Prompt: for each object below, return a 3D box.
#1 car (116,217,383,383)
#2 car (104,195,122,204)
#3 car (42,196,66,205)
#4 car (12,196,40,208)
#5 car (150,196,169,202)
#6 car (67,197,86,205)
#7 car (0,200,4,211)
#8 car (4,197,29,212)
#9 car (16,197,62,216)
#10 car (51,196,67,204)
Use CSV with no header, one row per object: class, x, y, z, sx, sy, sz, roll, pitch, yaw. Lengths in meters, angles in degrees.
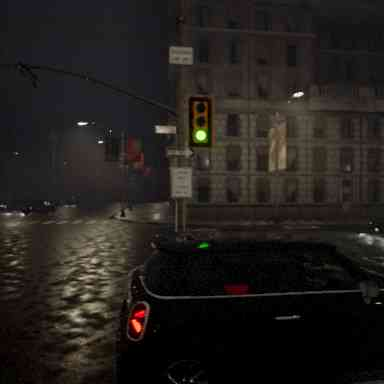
car,1.310,1.356,4.500,4.553,1.767,2.097,0,0,-12
car,-15.480,1.344,65.742,2.097,1.767,4.553,0,0,16
car,-23.912,1.475,57.786,1.837,1.490,4.892,0,0,3
car,-23.656,1.444,47.548,1.882,1.535,5.008,0,0,-6
car,-7.238,1.555,75.816,2.033,1.411,5.357,0,0,35
car,-20.334,1.526,58.531,2.033,1.411,5.357,0,0,3
car,-22.586,1.512,37.627,2.033,1.411,5.357,0,0,-6
car,-19.077,1.498,37.733,1.812,1.442,4.674,0,0,-6
car,-14.913,1.527,32.709,2.033,1.411,5.357,0,0,-6
car,-20.189,1.466,48.075,2.128,1.511,4.902,0,0,-6
